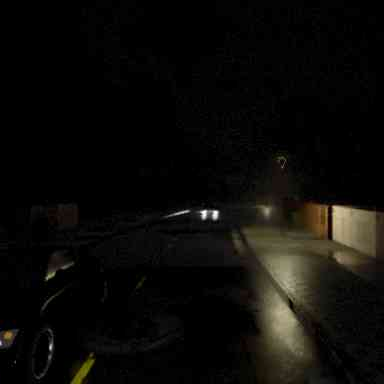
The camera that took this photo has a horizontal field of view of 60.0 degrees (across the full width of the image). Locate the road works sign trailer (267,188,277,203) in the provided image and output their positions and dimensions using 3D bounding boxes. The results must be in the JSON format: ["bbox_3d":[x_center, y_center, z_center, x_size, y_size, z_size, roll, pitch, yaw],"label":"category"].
[{"bbox_3d":[19.591,0.828,81.493,2.380,3.560,2.880,-1,-1,30],"label":"road works sign trailer"}]

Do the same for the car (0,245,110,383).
[{"bbox_3d":[-2.719,1.573,5.213,1.994,1.385,4.181,0,0,1],"label":"car"}]

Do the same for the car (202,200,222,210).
[{"bbox_3d":[2.758,1.752,45.413,1.895,1.301,4.718,0,0,15],"label":"car"}]
